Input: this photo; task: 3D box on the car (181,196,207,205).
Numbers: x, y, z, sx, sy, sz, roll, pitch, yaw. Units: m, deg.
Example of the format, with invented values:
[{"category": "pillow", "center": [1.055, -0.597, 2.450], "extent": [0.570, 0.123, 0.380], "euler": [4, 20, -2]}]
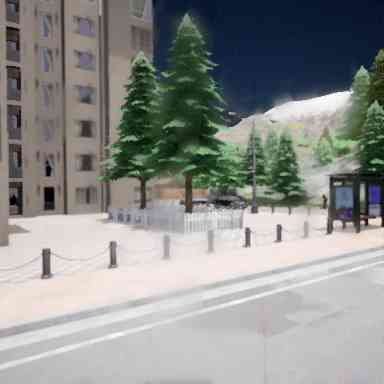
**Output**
[{"category": "car", "center": [0.180, 1.221, 50.530], "extent": [1.895, 1.301, 4.718], "euler": [-1, 1, -34]}]

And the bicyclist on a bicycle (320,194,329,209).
[{"category": "bicyclist on a bicycle", "center": [14.382, 1.019, 36.128], "extent": [1.656, 1.620, 0.582], "euler": [-1, 1, -35]}]

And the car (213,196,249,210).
[{"category": "car", "center": [4.379, 1.158, 38.145], "extent": [2.128, 1.511, 4.902], "euler": [-1, 1, -34]}]
